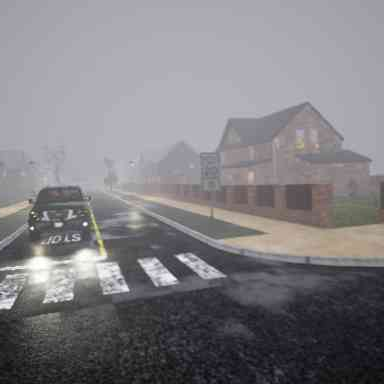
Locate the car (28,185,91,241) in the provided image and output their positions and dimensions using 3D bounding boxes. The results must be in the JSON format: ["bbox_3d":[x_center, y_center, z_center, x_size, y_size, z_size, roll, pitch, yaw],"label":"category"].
[{"bbox_3d":[-5.725,0.755,14.687,2.150,2.045,5.566,-4,3,-18],"label":"car"}]
